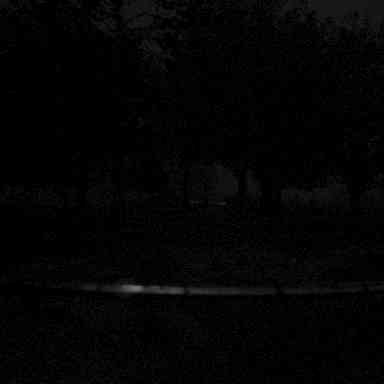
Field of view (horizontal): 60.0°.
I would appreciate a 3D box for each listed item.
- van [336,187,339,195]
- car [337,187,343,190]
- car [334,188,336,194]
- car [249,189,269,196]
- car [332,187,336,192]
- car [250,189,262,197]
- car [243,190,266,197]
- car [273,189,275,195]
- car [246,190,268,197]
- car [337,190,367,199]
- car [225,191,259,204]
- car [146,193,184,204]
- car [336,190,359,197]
[{"bbox_3d":[34.411,0.307,72.595,4.442,1.987,1.878,1,2,22],"label":"van"},{"bbox_3d":[33.468,0.465,69.843,4.553,1.767,2.185,1,1,22],"label":"car"},{"bbox_3d":[37.613,0.347,80.299,5.008,1.535,2.097,1,2,22],"label":"car"},{"bbox_3d":[16.485,0.116,81.661,4.553,1.767,2.185,1,1,22],"label":"car"},{"bbox_3d":[39.664,-0.029,85.322,5.566,2.045,2.435,1,2,22],"label":"car"},{"bbox_3d":[13.416,0.278,73.977,4.553,1.767,2.185,1,1,22],"label":"car"},{"bbox_3d":[14.406,0.352,76.558,5.008,1.535,2.097,1,1,22],"label":"car"},{"bbox_3d":[19.499,-0.192,89.363,5.566,2.045,2.435,1,2,22],"label":"car"},{"bbox_3d":[15.435,0.337,79.115,4.674,1.452,2.002,1,1,22],"label":"car"},{"bbox_3d":[31.391,0.714,64.823,4.792,1.488,2.163,1,1,22],"label":"car"},{"bbox_3d":[6.654,0.983,46.155,4.181,1.385,1.994,1,1,17],"label":"car"},{"bbox_3d":[-3.495,0.873,43.326,4.902,1.511,2.128,0,1,-11],"label":"car"},{"bbox_3d":[38.610,0.287,82.759,4.892,1.521,2.231,1,2,22],"label":"car"}]
